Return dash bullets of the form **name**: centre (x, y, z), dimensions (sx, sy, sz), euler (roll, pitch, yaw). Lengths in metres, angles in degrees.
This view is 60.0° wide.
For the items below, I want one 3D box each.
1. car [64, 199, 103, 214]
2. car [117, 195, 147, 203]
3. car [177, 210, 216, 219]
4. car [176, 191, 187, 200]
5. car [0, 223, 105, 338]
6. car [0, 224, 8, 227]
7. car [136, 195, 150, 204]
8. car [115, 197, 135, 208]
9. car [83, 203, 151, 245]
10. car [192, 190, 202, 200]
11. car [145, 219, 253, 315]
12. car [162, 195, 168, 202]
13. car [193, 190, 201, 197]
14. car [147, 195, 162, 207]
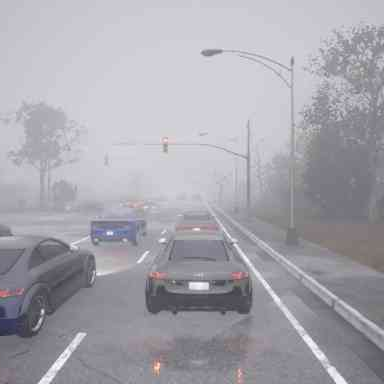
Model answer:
- **car**: centre (-11.580, 1.492, 35.770), dimensions (2.128, 1.511, 4.902), euler (0, 0, 23)
- **car**: centre (-6.650, 1.351, 36.485), dimensions (2.097, 1.767, 4.553), euler (0, 0, 1)
- **car**: centre (0.232, 1.564, 16.058), dimensions (1.994, 1.385, 4.181), euler (0, 0, 1)
- **car**: centre (-2.418, 1.045, 74.092), dimensions (1.994, 1.385, 4.181), euler (0, 3, 1)
- **car**: centre (-3.357, 1.564, 6.633), dimensions (1.994, 1.385, 4.181), euler (0, 0, 0)
- **car**: centre (-7.047, 1.491, 9.363), dimensions (2.128, 1.511, 4.902), euler (0, 0, 1)
- **car**: centre (-9.588, 1.361, 65.587), dimensions (1.882, 1.535, 5.008), euler (0, 2, 1)
- **car**: centre (-9.925, 1.504, 49.617), dimensions (1.837, 1.490, 4.892), euler (0, 0, 1)
- **car**: centre (-3.279, 1.478, 15.620), dimensions (1.882, 1.535, 5.008), euler (0, 0, -1)
- **car**: centre (1.081, 0.850, 73.994), dimensions (2.097, 1.767, 4.553), euler (0, 3, 1)
- **car**: centre (0.145, 1.564, 7.659), dimensions (1.994, 1.385, 4.181), euler (0, 0, 1)
- **car**: centre (-6.020, 1.331, 68.245), dimensions (2.033, 1.411, 5.357), euler (0, 2, 1)
- **car**: centre (1.249, 0.317, 84.031), dimensions (1.837, 1.490, 4.892), euler (0, 3, 1)
- **car**: centre (-6.378, 1.547, 52.429), dimensions (2.033, 1.411, 5.357), euler (0, 0, 1)
